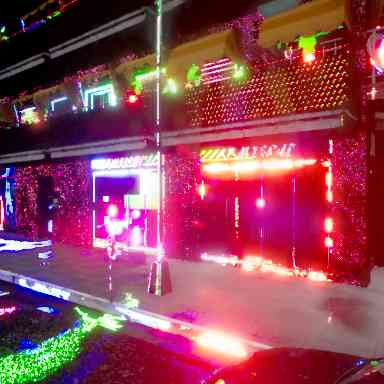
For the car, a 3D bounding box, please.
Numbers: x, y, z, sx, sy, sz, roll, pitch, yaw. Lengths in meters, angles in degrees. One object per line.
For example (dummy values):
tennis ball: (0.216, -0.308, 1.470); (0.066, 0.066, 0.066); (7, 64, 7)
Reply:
car: (1.878, 1.551, 1.532); (4.403, 1.369, 2.008); (0, 0, 36)
